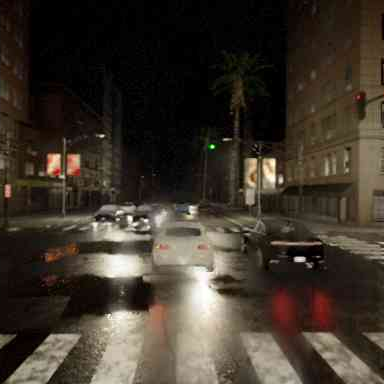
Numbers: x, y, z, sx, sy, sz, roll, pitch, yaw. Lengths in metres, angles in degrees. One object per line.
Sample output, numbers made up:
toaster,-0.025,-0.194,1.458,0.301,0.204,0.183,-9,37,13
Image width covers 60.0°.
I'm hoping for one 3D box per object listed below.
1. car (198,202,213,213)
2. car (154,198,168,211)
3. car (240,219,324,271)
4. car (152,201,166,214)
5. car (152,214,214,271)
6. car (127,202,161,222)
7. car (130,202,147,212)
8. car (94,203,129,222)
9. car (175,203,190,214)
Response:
car,1.856,2.180,47.404,2.128,1.511,4.902,1,-1,-2
car,-4.863,1.893,51.354,2.150,2.045,5.566,1,-1,-2
car,2.950,1.700,11.740,2.128,1.511,4.902,1,-1,-2
car,-4.587,2.131,40.577,1.895,1.301,4.718,1,-1,-2
car,-0.303,1.695,11.399,1.812,1.442,4.674,0,-1,-2
car,-4.341,1.945,30.990,2.033,1.411,5.357,1,-1,-2
car,-8.083,2.188,50.209,1.994,1.385,4.181,1,-1,-2
car,-7.589,1.911,30.893,2.033,1.411,5.357,1,-1,-2
car,-1.231,2.131,42.016,2.033,1.411,5.357,1,-1,-2
